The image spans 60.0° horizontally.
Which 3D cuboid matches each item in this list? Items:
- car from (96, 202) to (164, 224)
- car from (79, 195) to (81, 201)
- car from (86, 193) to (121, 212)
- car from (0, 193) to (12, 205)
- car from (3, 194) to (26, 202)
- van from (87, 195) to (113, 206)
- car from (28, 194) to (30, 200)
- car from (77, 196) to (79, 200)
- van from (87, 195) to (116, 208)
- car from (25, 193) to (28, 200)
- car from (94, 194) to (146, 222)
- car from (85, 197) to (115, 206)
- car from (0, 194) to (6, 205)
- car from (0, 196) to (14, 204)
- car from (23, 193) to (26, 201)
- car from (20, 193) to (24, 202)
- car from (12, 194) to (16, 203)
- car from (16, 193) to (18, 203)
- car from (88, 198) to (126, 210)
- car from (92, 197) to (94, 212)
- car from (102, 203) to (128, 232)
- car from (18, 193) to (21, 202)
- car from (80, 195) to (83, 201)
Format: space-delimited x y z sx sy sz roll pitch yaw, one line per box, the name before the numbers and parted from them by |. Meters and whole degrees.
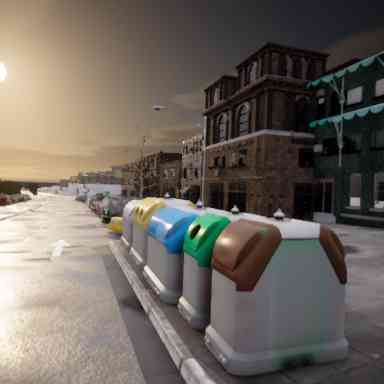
car | -4.987 1.714 27.161 5.008 1.535 2.097 3 -1 -39
car | -25.964 2.028 86.829 5.008 1.535 2.097 3 -1 -42
car | -7.906 1.510 35.691 5.566 2.045 2.435 3 -1 -39
car | -34.148 1.186 56.069 5.566 2.045 2.435 1 0 -39
car | -43.375 1.445 81.112 4.553 1.767 2.185 1 -1 -41
van | -17.749 1.690 64.076 4.442 1.987 1.878 3 -1 -39
car | -44.586 1.578 83.752 5.366 1.575 1.946 1 0 -42
car | -27.088 1.786 89.620 5.566 2.045 2.435 3 -1 -42
van | -15.782 1.659 58.382 4.442 1.987 1.878 3 -1 -39
car | -42.260 1.557 78.374 5.008 1.535 2.097 1 0 -41
car | -3.025 1.420 21.464 5.566 2.045 2.435 3 -2 -39
car | -18.520 1.939 67.117 5.366 1.575 1.946 3 -2 -39
car | -33.140 1.452 53.296 4.792 1.488 2.163 1 -1 -39
car | -36.087 1.471 61.697 4.892 1.521 2.231 1 0 -39
car | -41.179 1.574 75.634 4.792 1.488 2.163 1 -1 -41
car | -40.172 1.559 72.814 4.792 1.488 2.163 1 0 -40
car | -34.968 1.454 59.015 5.366 1.575 1.946 1 -1 -39
car | -37.062 1.360 64.511 4.553 1.767 2.185 1 0 -40
car | -12.770 1.841 49.926 5.008 1.535 2.097 3 -1 -39
car | -6.951 1.620 32.850 4.553 1.767 2.185 3 -2 -39
car | -1.936 1.643 18.691 5.366 1.575 1.946 3 -2 -39
car | -38.086 1.501 67.284 5.008 1.535 2.097 1 0 -40
car | -23.809 2.003 81.188 5.008 1.535 2.097 3 -2 -41
